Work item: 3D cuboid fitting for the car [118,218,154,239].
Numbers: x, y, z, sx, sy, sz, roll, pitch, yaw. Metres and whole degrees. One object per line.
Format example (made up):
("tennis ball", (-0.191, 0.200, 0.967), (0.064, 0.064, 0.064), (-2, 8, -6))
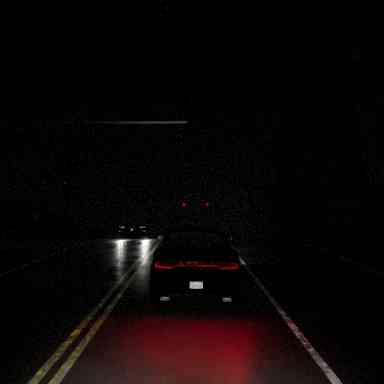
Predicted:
("car", (-3.594, 2.498, 22.223), (1.837, 1.490, 4.892), (0, -12, 0))

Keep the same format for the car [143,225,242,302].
("car", (0.084, 1.594, 8.582), (1.882, 1.535, 5.008), (1, -1, 0))
